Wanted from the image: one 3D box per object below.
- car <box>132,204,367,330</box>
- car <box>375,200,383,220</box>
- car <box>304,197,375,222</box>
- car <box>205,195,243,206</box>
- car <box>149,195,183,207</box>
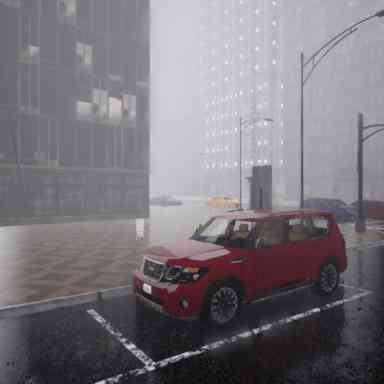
[{"bbox_3d":[1.290,1.315,7.095,5.009,1.841,2.192,0,0,-35],"label":"car"},{"bbox_3d":[13.231,1.339,24.043,1.882,1.535,5.008,0,1,-37],"label":"car"},{"bbox_3d":[9.664,1.189,23.094,2.097,1.767,4.553,0,1,-33],"label":"car"},{"bbox_3d":[3.530,1.138,37.138,1.882,1.535,5.008,0,1,-37],"label":"car"},{"bbox_3d":[-3.276,1.113,40.869,2.033,1.411,5.357,0,1,-36],"label":"car"}]
